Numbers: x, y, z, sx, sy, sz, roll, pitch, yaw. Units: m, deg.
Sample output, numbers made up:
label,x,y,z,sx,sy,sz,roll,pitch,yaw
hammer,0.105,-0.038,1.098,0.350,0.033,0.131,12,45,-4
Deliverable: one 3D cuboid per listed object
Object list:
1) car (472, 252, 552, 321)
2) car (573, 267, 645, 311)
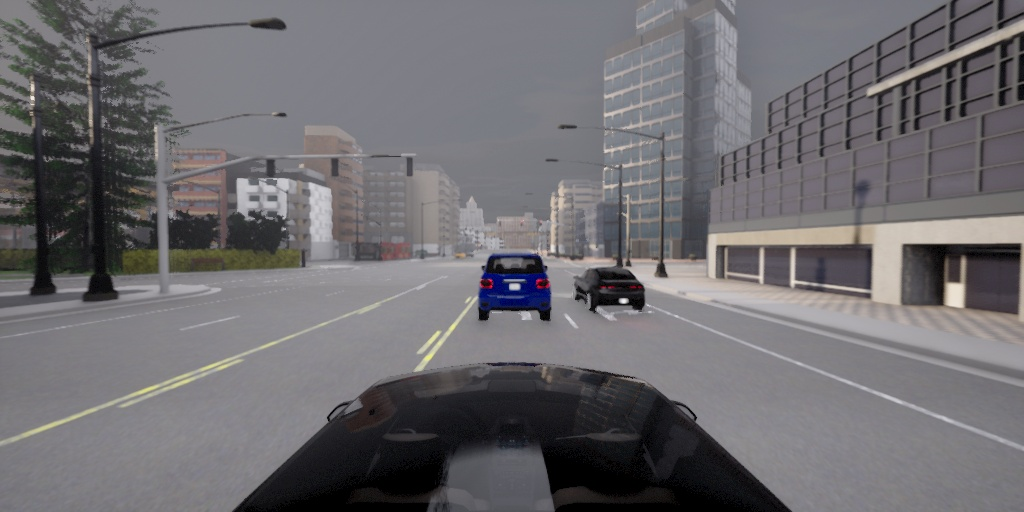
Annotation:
label,x,y,z,sx,sy,sz,roll,pitch,yaw
car,0.085,0.902,12.339,2.150,2.045,5.566,0,0,0
car,3.589,1.169,13.906,1.837,1.490,4.892,0,0,0
